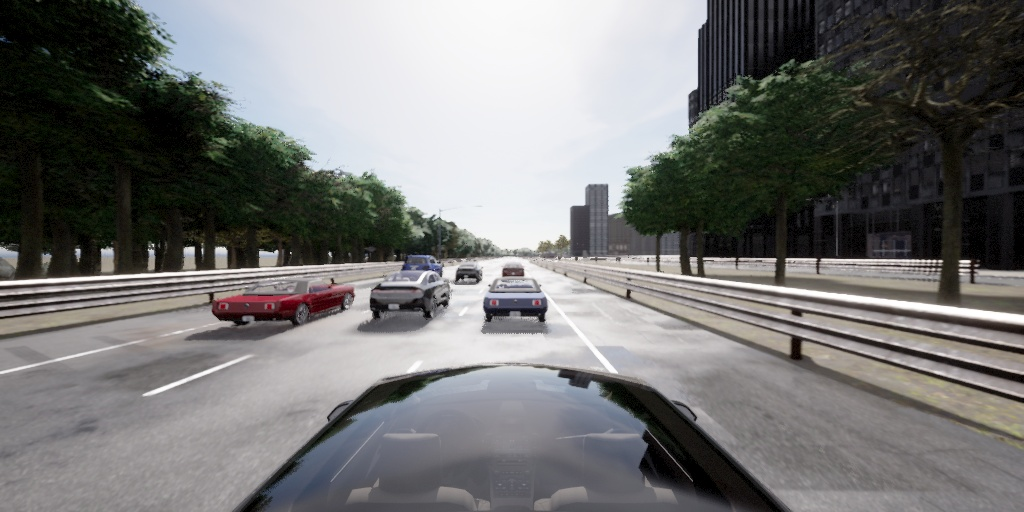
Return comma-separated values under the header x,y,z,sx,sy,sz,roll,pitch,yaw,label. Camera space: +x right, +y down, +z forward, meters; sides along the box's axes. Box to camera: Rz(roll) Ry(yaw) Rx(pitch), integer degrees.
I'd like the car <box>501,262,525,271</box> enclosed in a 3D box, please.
x,y,z,sx,sy,sz,roll,pitch,yaw,label
0.101,1.248,30.399,1.882,1.535,5.008,0,0,0,car

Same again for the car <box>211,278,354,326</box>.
x,y,z,sx,sy,sz,roll,pitch,yaw,label
-6.900,1.358,11.614,1.895,1.301,4.718,0,0,0,car

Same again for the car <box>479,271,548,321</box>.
x,y,z,sx,sy,sz,roll,pitch,yaw,label
0.100,1.359,12.388,1.895,1.301,4.718,0,0,0,car

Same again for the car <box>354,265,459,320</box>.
x,y,z,sx,sy,sz,roll,pitch,yaw,label
-3.398,1.250,12.739,2.128,1.511,4.902,0,0,0,car

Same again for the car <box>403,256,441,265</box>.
x,y,z,sx,sy,sz,roll,pitch,yaw,label
-6.898,0.990,28.010,2.150,2.045,5.566,0,0,0,car

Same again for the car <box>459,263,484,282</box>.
x,y,z,sx,sy,sz,roll,pitch,yaw,label
-3.398,1.274,28.972,1.837,1.490,4.892,0,0,0,car
